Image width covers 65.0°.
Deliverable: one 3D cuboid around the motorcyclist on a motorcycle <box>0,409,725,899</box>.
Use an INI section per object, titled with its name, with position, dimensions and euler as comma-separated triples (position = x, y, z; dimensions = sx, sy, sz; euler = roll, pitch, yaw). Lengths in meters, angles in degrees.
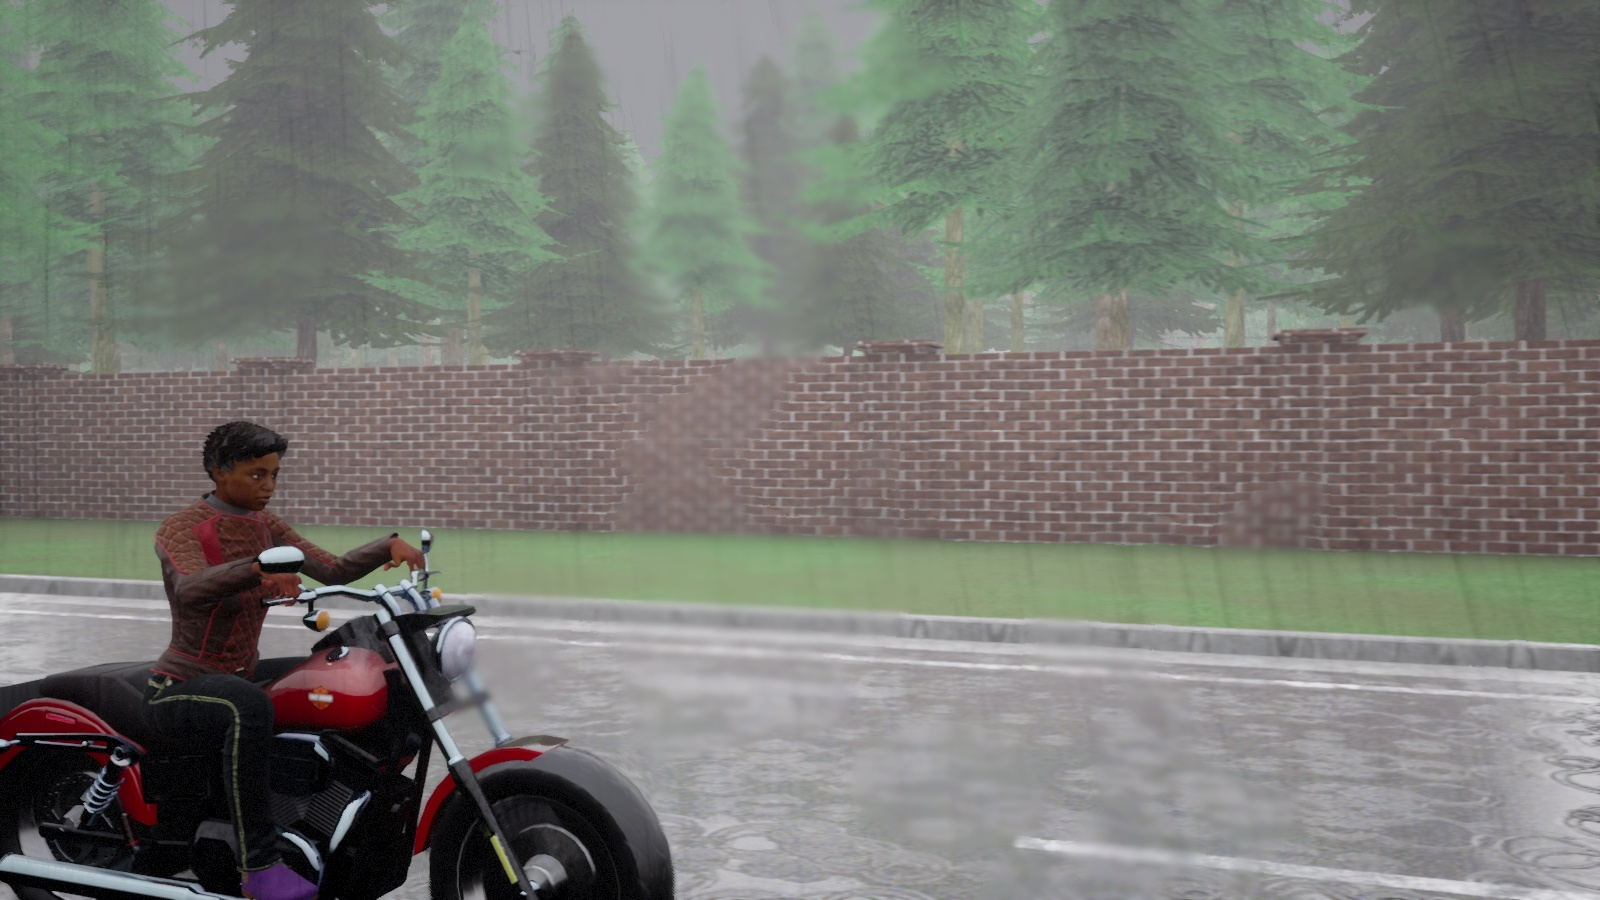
[motorcyclist on a motorcycle]
position = -1.460, 0.712, 3.684
dimensions = 2.350, 1.649, 0.766
euler = 1, 1, 19
